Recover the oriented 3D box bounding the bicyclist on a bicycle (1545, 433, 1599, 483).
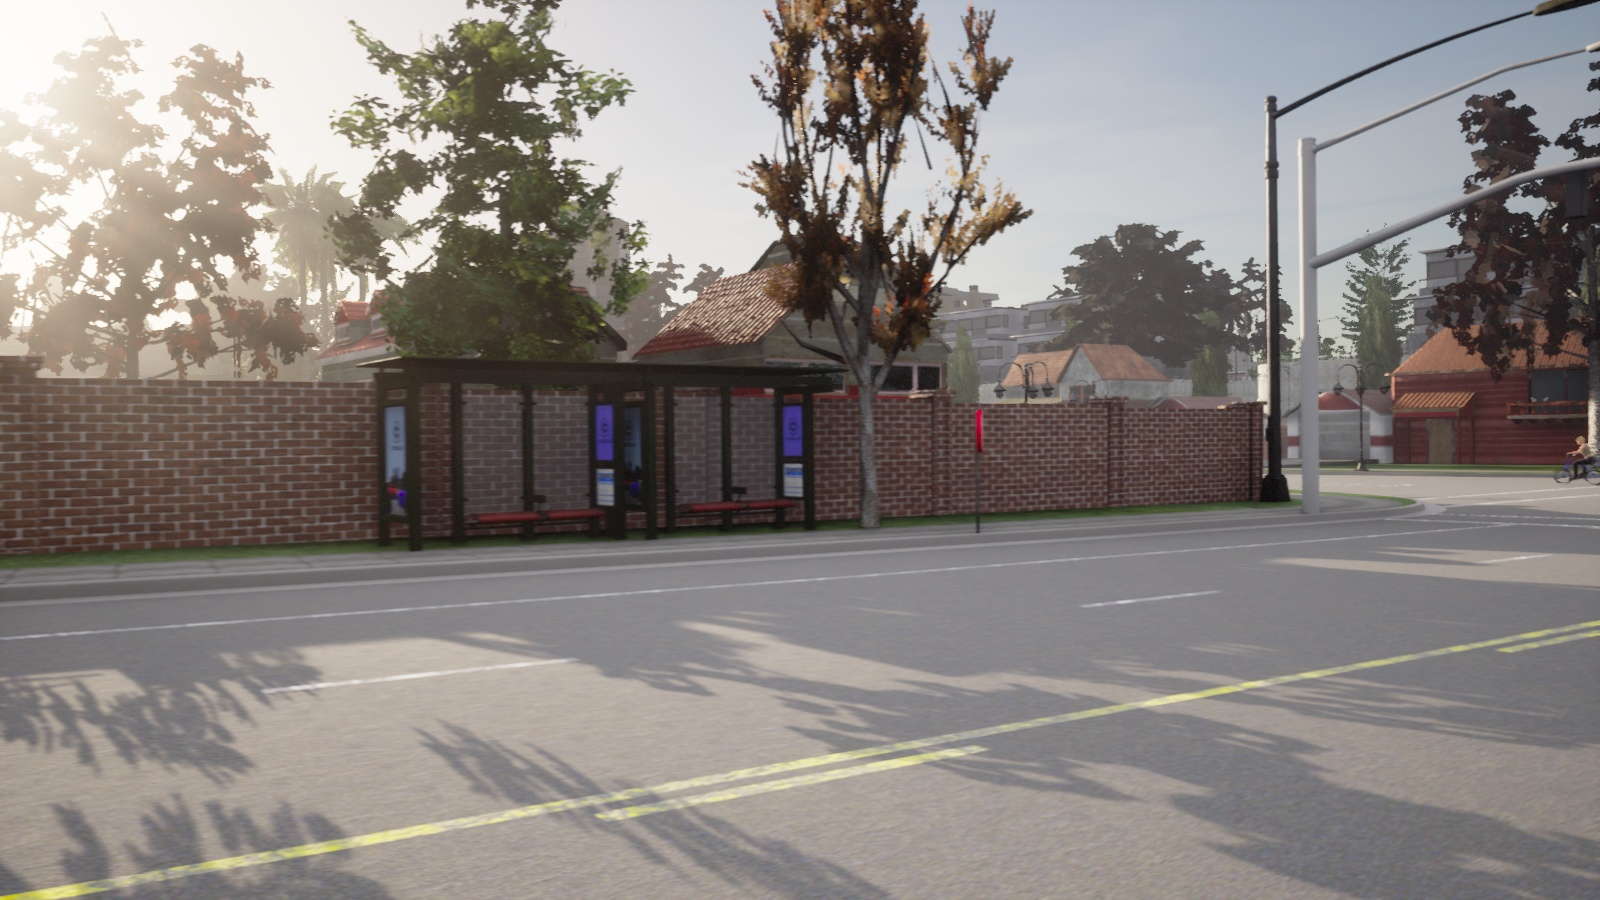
[{"bbox_3d":[25.909,0.263,41.981,0.866,1.612,1.509,-1,0,-36],"label":"bicyclist on a bicycle"}]
